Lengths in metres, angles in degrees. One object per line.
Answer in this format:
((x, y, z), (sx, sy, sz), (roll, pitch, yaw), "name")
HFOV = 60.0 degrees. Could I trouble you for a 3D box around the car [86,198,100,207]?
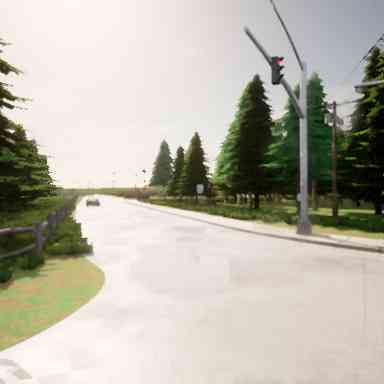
((-14.573, 1.465, 49.062), (1.895, 1.301, 4.718), (-1, 0, -18), "car")
